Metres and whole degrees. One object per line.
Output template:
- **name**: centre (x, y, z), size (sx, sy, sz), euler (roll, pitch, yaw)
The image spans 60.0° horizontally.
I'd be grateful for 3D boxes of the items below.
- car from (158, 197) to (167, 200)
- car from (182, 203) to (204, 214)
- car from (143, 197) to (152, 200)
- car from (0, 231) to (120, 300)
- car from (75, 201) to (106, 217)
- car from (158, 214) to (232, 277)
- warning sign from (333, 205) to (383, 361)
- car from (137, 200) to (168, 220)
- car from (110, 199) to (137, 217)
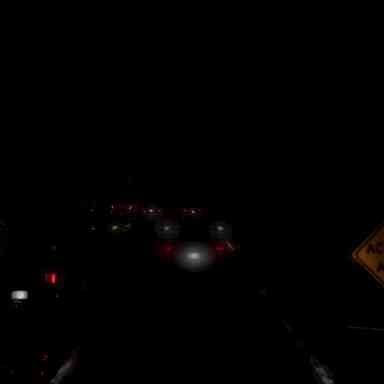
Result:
- **car**: centre (-6.500, 1.789, 73.181), size (1.837, 1.490, 4.892), euler (0, 0, 0)
- **car**: centre (0.096, 1.654, 29.050), size (2.033, 1.411, 5.357), euler (0, 0, 0)
- **car**: centre (-9.750, 1.846, 72.765), size (2.128, 1.511, 4.902), euler (0, 0, 0)
- **car**: centre (-3.176, 1.626, 8.381), size (1.895, 1.301, 4.718), euler (0, 0, 0)
- **car**: centre (-9.848, 1.603, 32.582), size (1.882, 1.535, 5.008), euler (0, -1, 0)
- **car**: centre (0.080, 1.595, 10.320), size (1.994, 1.385, 4.181), euler (0, 0, 0)
- **warning sign**: centre (2.838, 1.127, 4.582), size (1.300, 1.860, 1.060), euler (-1, -1, 0)
- **car**: centre (-3.155, 1.654, 29.015), size (2.033, 1.411, 5.357), euler (0, 0, 0)
- **car**: centre (-6.598, 1.478, 32.852), size (2.097, 1.767, 4.553), euler (0, 0, 0)
